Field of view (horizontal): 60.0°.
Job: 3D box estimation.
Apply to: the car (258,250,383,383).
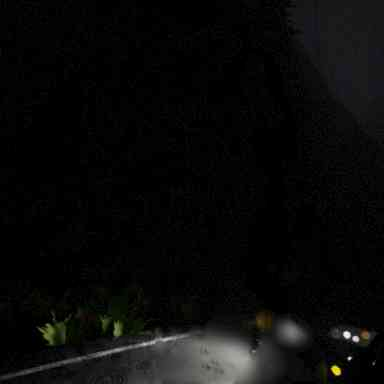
[{"bbox_3d":[3.107,1.608,4.920,4.181,1.385,1.994,1,-1,-21],"label":"car"}]
